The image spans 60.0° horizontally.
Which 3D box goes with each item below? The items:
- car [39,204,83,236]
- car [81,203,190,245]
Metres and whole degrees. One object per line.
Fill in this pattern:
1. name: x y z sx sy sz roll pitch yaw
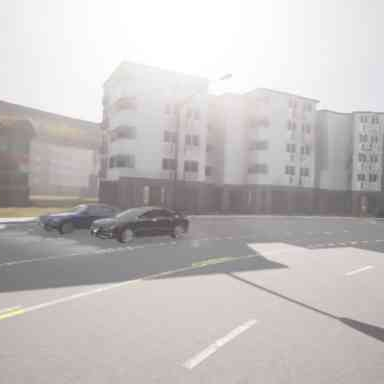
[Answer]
1. car: -5.319 1.320 17.064 1.812 1.442 4.674 2 -1 44
2. car: -2.234 1.433 15.259 1.837 1.490 4.892 1 -2 45
